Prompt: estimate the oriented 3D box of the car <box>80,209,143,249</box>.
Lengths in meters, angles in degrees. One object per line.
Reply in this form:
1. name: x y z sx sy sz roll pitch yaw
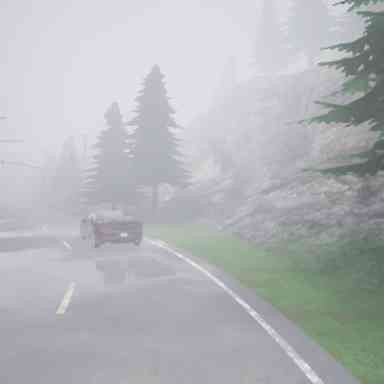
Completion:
1. car: -3.738 1.482 14.888 1.882 1.535 5.008 0 0 -28
